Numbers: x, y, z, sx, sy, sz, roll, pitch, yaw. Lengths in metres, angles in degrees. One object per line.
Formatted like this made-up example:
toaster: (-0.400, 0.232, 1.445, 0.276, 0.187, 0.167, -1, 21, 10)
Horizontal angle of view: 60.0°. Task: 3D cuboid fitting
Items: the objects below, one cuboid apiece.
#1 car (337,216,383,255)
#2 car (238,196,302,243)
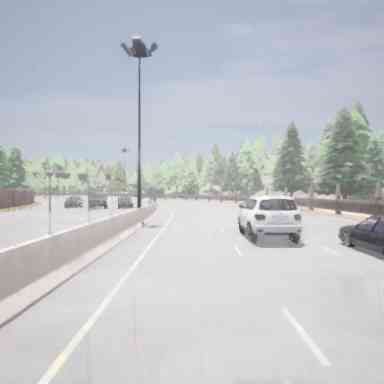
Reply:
car: (7.104, 1.534, 11.725, 2.033, 1.411, 5.357, 0, 0, 0)
car: (3.605, 1.203, 16.243, 2.150, 2.045, 5.566, 0, 0, 0)
